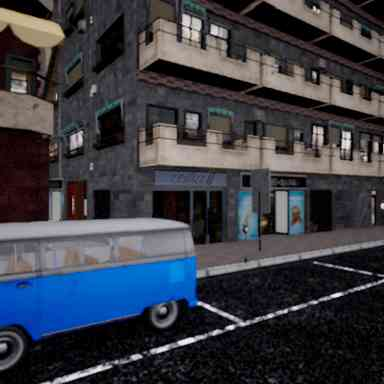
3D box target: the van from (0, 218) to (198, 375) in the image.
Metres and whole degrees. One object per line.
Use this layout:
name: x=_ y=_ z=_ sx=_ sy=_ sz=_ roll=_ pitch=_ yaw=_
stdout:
van: x=-1.806 y=1.351 z=5.281 sx=3.998 sy=1.788 sz=1.690 roll=0 pitch=-1 yaw=-35
